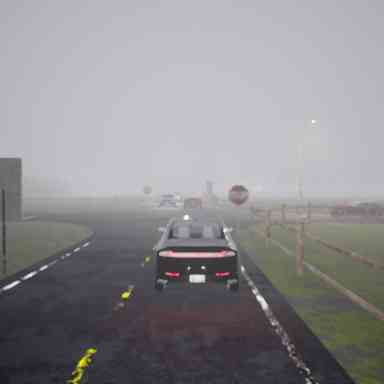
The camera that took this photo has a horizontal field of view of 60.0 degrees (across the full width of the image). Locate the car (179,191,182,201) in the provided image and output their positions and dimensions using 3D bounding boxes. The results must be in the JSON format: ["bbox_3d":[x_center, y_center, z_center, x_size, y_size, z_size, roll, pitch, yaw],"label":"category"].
[{"bbox_3d":[-2.822,0.853,51.242,1.895,1.301,4.718,0,1,0],"label":"car"}]

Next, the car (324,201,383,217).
[{"bbox_3d":[12.924,1.333,26.093,4.718,1.301,1.895,0,1,1],"label":"car"}]

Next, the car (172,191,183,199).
[{"bbox_3d":[-2.759,0.523,65.388,1.882,1.535,5.008,0,1,0],"label":"car"}]

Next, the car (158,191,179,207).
[{"bbox_3d":[-2.805,0.935,39.030,1.837,1.490,4.892,0,1,-1],"label":"car"}]

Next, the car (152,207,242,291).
[{"bbox_3d":[0.100,1.364,8.606,2.128,1.511,4.902,0,1,0],"label":"car"}]

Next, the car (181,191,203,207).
[{"bbox_3d":[0.098,0.959,35.471,1.882,1.535,5.008,0,1,0],"label":"car"}]

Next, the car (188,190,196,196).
[{"bbox_3d":[-0.002,0.170,81.129,1.812,1.442,4.674,0,1,0],"label":"car"}]
